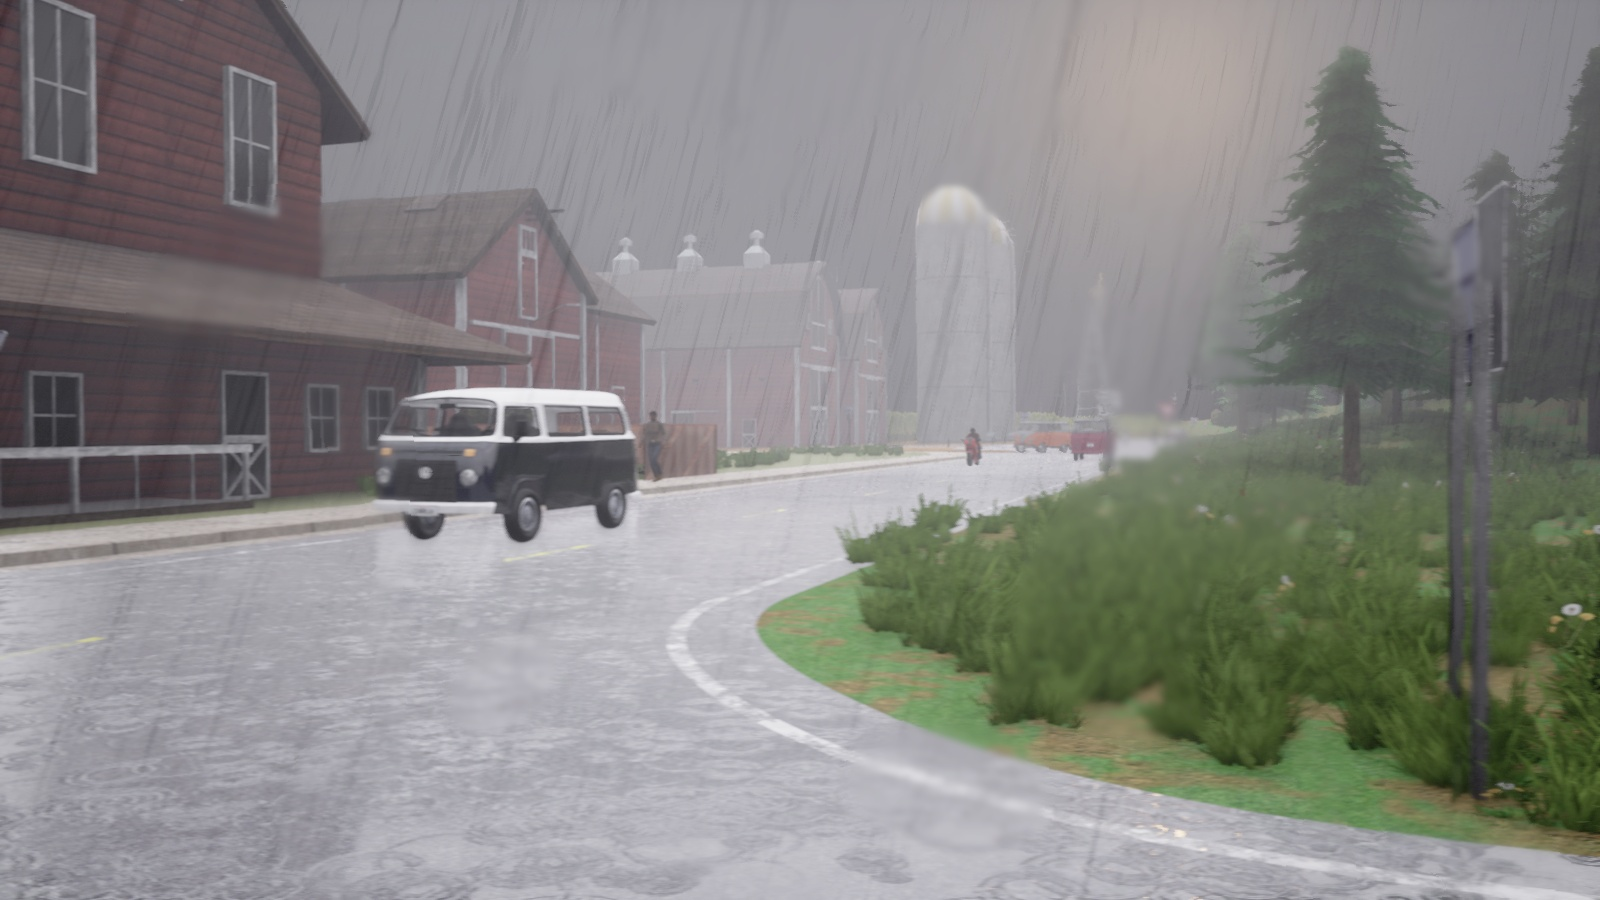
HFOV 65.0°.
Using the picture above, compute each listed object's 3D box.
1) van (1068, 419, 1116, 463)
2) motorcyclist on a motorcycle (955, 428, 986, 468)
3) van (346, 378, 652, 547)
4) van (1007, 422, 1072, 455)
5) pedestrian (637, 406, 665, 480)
[{"bbox_3d":[13.712,-0.434,58.784,1.775,1.987,4.442,1,1,19],"label":"van"},{"bbox_3d":[6.627,-0.080,48.809,0.797,1.523,2.044,1,1,19],"label":"motorcyclist on a motorcycle"},{"bbox_3d":[-3.989,0.109,17.526,2.069,2.038,4.480,1,1,19],"label":"van"},{"bbox_3d":[14.845,-0.735,77.728,1.775,1.987,4.442,2,2,44],"label":"van"},{"bbox_3d":[-3.703,-0.177,31.202,0.328,1.805,0.869,1,1,20],"label":"pedestrian"}]
